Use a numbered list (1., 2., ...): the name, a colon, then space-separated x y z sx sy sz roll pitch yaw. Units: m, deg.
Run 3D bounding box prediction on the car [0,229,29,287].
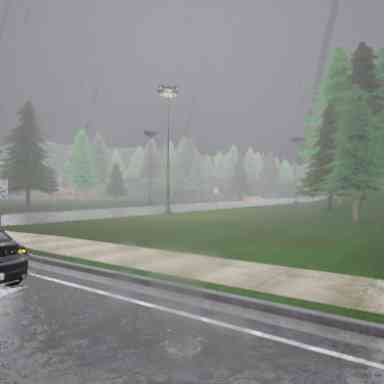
1. car: -5.862 1.492 7.998 4.892 1.490 1.837 -1 -1 35
